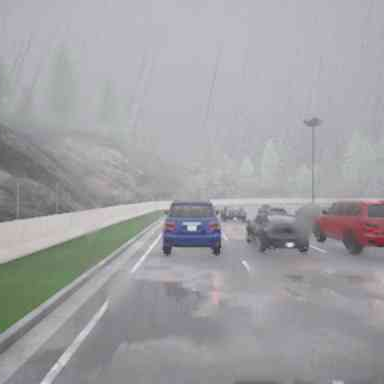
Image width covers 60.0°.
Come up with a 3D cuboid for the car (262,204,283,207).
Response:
[{"bbox_3d":[7.010,1.782,29.301,1.837,1.490,4.892,0,0,0],"label":"car"}]

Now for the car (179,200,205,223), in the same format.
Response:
[{"bbox_3d":[0.006,1.622,29.081,2.097,1.767,4.553,0,-1,0],"label":"car"}]

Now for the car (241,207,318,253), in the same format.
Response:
[{"bbox_3d":[3.503,1.642,14.302,1.837,1.490,4.892,0,0,0],"label":"car"}]

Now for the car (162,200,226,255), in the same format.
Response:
[{"bbox_3d":[0.001,1.348,14.017,2.150,2.045,5.566,0,0,0],"label":"car"}]

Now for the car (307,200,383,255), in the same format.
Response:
[{"bbox_3d":[7.001,1.348,14.007,2.150,2.045,5.566,0,0,0],"label":"car"}]

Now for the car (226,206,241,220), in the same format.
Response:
[{"bbox_3d":[3.504,1.873,29.104,1.895,1.301,4.718,0,0,0],"label":"car"}]

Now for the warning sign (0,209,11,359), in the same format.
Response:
[{"bbox_3d":[-3.050,1.152,3.877,1.300,1.860,1.060,0,-1,0],"label":"warning sign"}]

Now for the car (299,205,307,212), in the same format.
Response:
[{"bbox_3d":[10.512,1.838,29.319,1.994,1.385,4.181,0,0,0],"label":"car"}]
